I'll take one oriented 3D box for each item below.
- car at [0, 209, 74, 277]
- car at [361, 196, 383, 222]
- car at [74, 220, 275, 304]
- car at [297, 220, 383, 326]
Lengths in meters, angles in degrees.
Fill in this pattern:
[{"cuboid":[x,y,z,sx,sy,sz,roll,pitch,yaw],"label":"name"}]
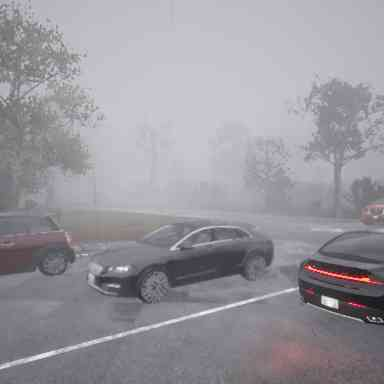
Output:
[{"cuboid":[-5.521,1.352,8.640,4.553,1.767,2.097,0,0,-36],"label":"car"},{"cuboid":[13.590,1.222,22.152,5.566,2.045,2.150,0,0,-35],"label":"car"},{"cuboid":[-0.060,1.491,8.236,4.902,1.511,2.128,0,0,-35],"label":"car"},{"cuboid":[4.172,1.505,6.694,4.892,1.490,1.837,0,0,-35],"label":"car"}]
